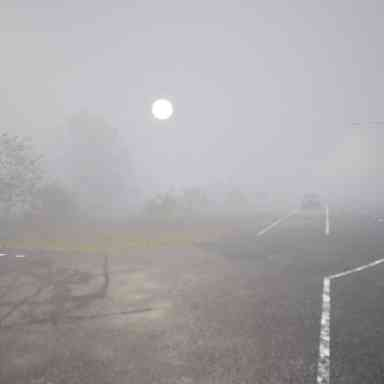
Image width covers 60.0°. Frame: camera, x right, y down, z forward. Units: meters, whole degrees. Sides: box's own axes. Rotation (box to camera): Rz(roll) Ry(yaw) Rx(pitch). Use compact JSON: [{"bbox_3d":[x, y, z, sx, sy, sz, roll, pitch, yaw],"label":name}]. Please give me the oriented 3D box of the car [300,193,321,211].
[{"bbox_3d":[14.355,1.118,40.192,2.150,2.045,5.566,-3,-1,22],"label":"car"}]
